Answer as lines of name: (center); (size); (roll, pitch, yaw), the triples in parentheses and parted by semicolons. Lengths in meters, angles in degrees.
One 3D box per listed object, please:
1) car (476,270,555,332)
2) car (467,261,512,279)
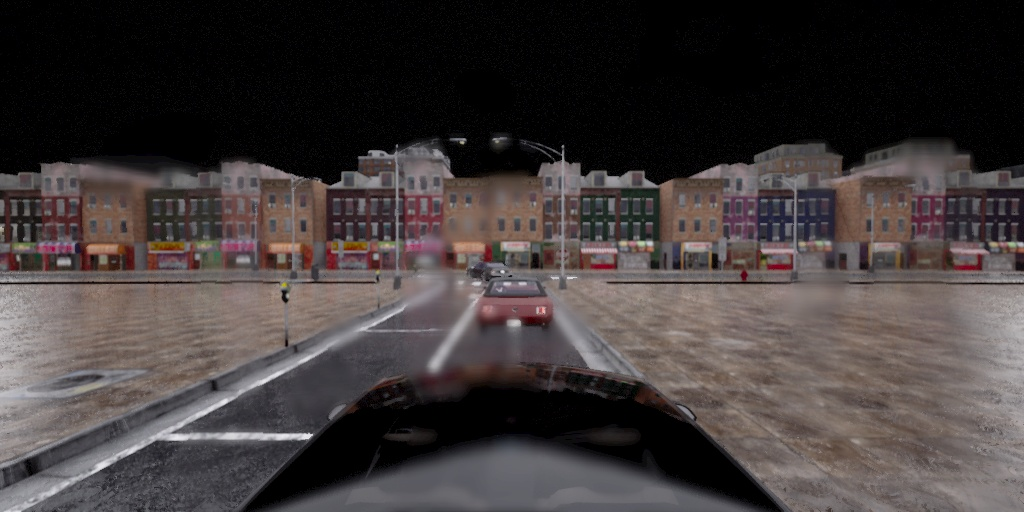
car: (0.075, 1.280, 10.581); (1.895, 1.301, 4.718); (0, 0, 0)
car: (-1.720, 1.107, 26.593); (2.033, 1.411, 5.357); (0, 1, -25)
